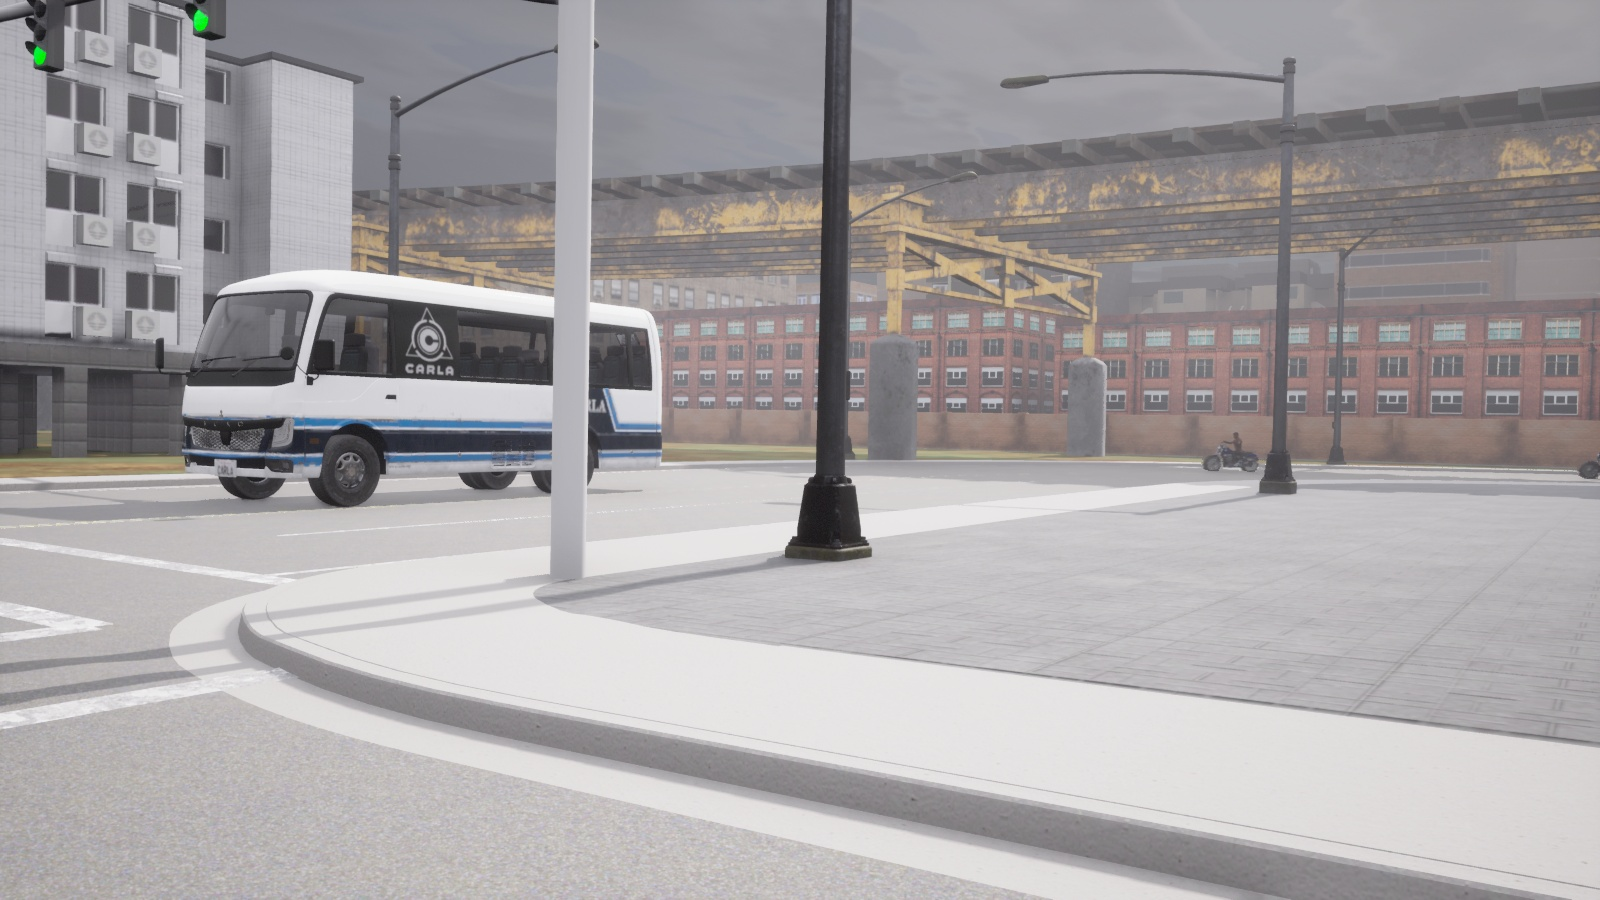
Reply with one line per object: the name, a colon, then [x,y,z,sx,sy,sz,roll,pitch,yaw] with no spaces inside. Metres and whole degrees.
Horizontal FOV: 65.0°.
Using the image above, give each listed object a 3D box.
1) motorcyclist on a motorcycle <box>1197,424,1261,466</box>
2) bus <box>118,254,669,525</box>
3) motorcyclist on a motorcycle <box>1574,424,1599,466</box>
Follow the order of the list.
motorcyclist on a motorcycle: [17.062,-0.220,49.937,2.350,1.649,0.766,0,2,-11]
bus: [-7.391,-1.054,25.062,3.944,4.253,10.273,1,1,33]
motorcyclist on a motorcycle: [31.932,-0.197,49.451,2.350,1.649,0.766,0,2,17]
